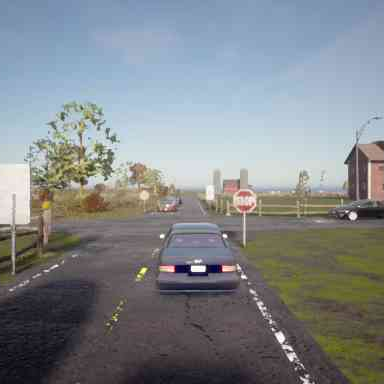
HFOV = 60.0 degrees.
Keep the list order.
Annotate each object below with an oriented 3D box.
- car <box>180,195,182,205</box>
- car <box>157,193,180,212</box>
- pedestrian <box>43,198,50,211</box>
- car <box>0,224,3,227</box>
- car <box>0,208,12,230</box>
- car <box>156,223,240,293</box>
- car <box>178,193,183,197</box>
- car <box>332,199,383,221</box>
[{"bbox_3d":[-2.882,1.522,48.893,1.812,1.442,4.674,0,0,1],"label":"car"},{"bbox_3d":[-2.880,1.349,38.843,2.097,1.767,4.553,0,0,0],"label":"car"},{"bbox_3d":[-12.183,1.412,27.790,0.375,1.860,0.375,0,1,0],"label":"pedestrian"},{"bbox_3d":[-2.852,1.221,0.436,2.150,2.045,5.566,0,0,0],"label":"car"},{"bbox_3d":[-14.699,1.795,21.832,4.718,1.301,1.895,-1,0,1],"label":"car"},{"bbox_3d":[0.067,1.546,9.001,2.033,1.411,5.357,0,0,-1],"label":"car"},{"bbox_3d":[-2.879,1.213,59.188,2.150,2.045,5.566,0,1,0],"label":"car"},{"bbox_3d":[12.941,1.285,24.592,4.892,1.490,1.837,-1,0,0],"label":"car"}]
